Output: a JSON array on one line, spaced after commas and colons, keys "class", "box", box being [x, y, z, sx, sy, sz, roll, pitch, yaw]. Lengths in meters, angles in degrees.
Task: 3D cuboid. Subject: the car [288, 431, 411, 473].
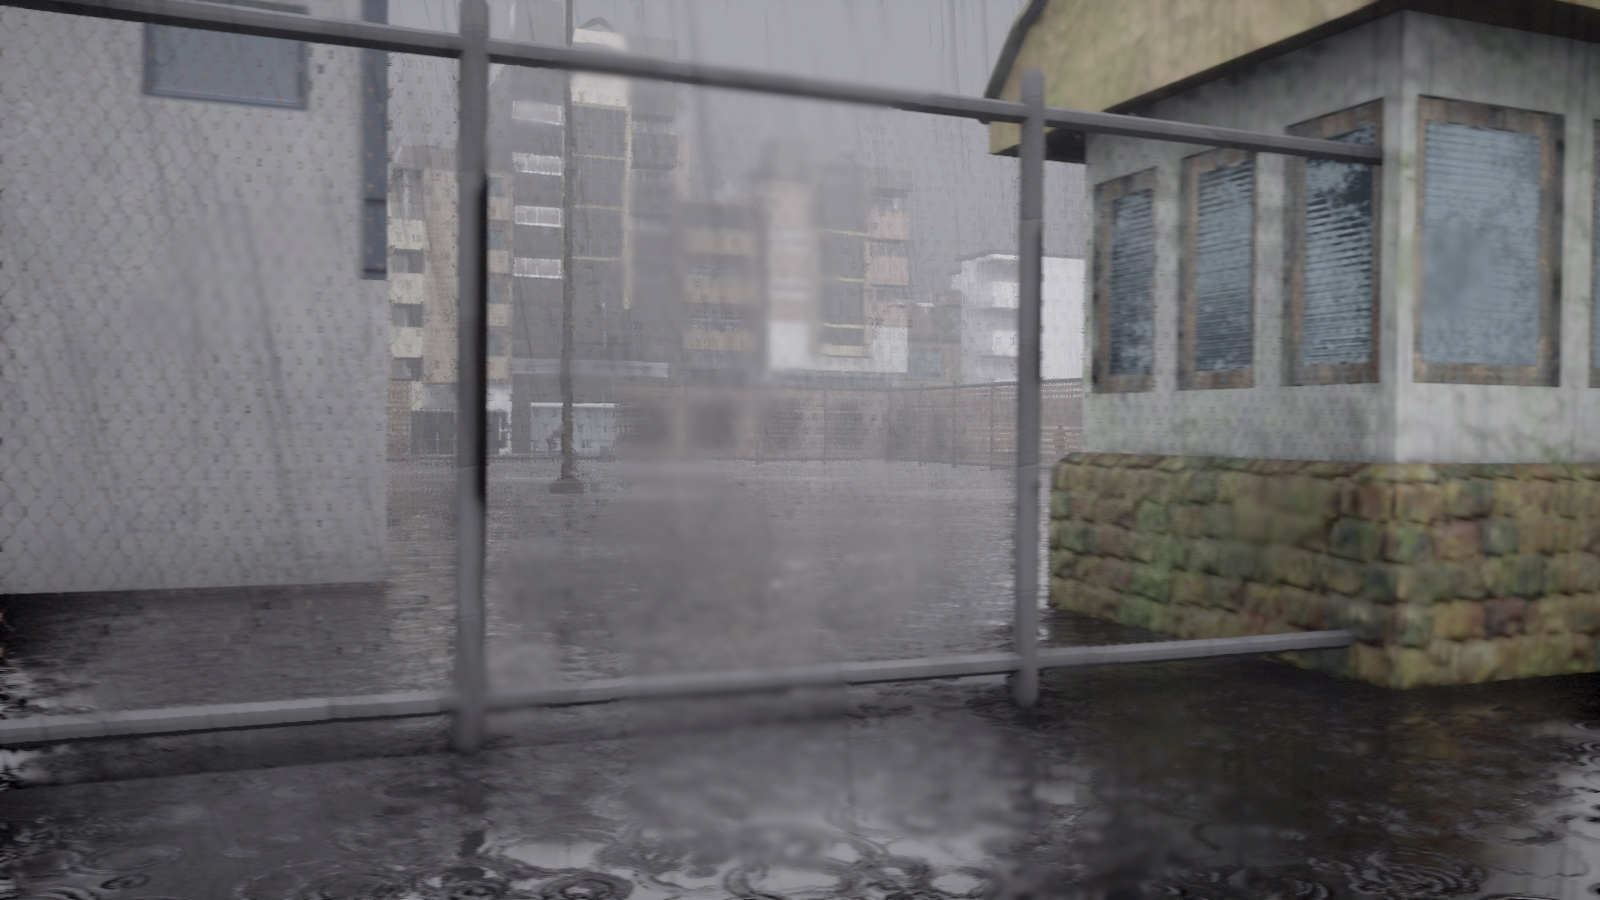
[{"class": "car", "box": [-19.300, 0.056, 53.778, 4.856, 1.649, 2.033, -1, 1, -22]}]
